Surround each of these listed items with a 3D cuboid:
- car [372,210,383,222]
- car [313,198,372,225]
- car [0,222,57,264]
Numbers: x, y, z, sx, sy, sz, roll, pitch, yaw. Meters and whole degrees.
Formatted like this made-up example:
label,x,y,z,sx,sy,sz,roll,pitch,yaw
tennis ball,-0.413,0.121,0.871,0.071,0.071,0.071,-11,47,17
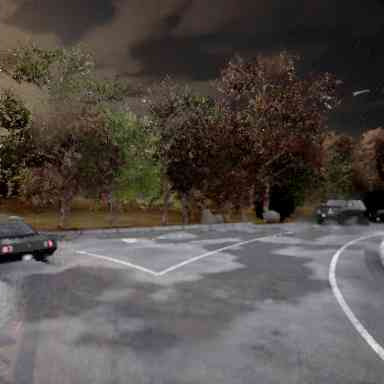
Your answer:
label,x,y,z,sx,sy,sz,roll,pitch,yaw
car,19.582,2.434,33.489,4.718,1.301,1.895,5,-4,-41
car,12.035,1.517,26.883,5.566,2.045,2.150,3,-2,-40
car,-6.618,1.654,11.179,4.718,1.301,1.895,0,0,37
